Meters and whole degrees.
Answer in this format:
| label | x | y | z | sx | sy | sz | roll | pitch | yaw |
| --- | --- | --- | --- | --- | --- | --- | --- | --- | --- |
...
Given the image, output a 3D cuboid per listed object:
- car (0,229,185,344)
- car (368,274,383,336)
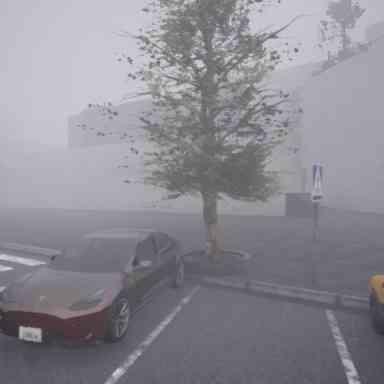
| label | x | y | z | sx | sy | sz | roll | pitch | yaw |
| --- | --- | --- | --- | --- | --- | --- | --- | --- | --- |
| car | -1.583 | 1.578 | 6.887 | 2.163 | 1.488 | 4.792 | 0 | -1 | 15 |
| car | 3.355 | 1.470 | 3.611 | 1.946 | 1.575 | 5.366 | -1 | -1 | 15 |
